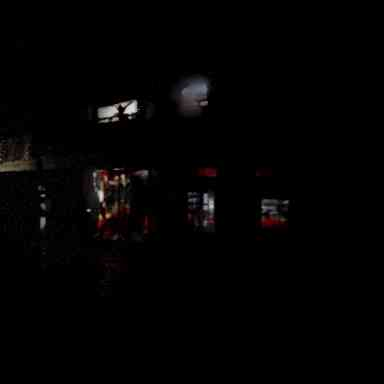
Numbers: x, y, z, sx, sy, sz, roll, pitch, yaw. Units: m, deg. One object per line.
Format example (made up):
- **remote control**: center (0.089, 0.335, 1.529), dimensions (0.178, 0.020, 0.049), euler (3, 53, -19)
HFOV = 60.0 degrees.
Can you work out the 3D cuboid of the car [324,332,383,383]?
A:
- **car**: center (2.865, 1.302, 0.818), dimensions (5.009, 1.841, 2.192), euler (0, 1, 35)
